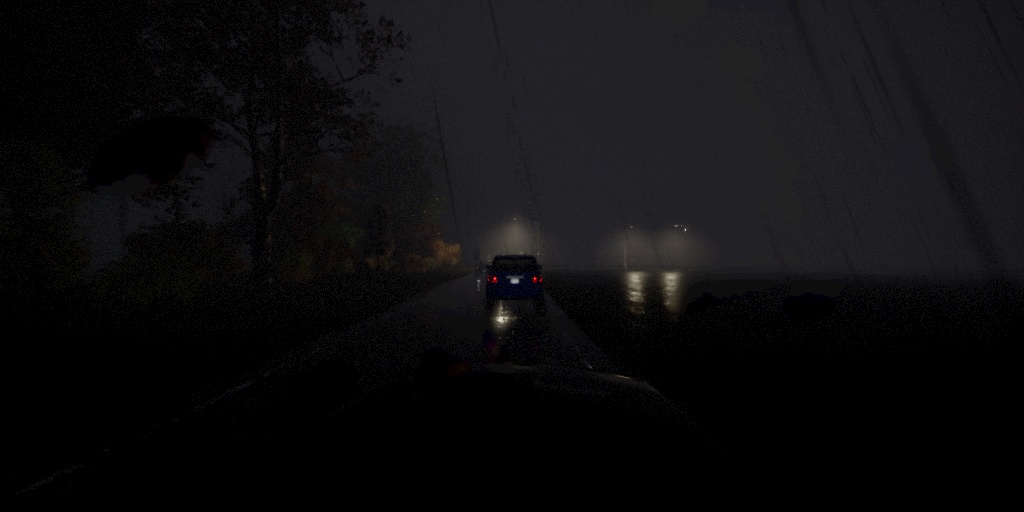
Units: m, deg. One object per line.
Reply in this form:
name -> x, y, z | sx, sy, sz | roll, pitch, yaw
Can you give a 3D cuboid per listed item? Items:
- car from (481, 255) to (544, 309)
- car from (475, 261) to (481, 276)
car -> 0.101, 0.964, 15.069 | 2.150, 2.045, 5.566 | 0, 0, 0
car -> -2.751, 1.226, 37.605 | 2.128, 1.511, 4.902 | 0, 0, 0
